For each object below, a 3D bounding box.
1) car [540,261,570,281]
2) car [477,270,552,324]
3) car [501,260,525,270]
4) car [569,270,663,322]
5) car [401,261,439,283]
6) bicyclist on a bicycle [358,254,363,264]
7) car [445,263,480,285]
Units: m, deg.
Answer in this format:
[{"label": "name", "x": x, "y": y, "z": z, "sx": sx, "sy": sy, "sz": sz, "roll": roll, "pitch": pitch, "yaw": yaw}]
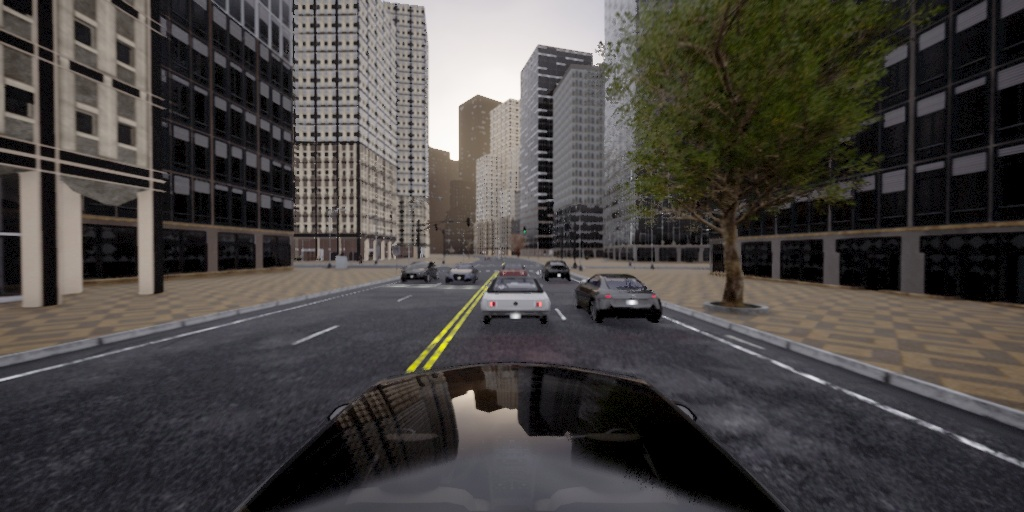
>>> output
[{"label": "car", "x": 3.343, "y": 1.109, "z": 27.836, "sx": 1.837, "sy": 1.490, "sz": 4.892, "roll": 0, "pitch": 0, "yaw": 0}, {"label": "car", "x": 0.097, "y": 1.298, "z": 11.745, "sx": 1.895, "sy": 1.301, "sz": 4.718, "roll": 0, "pitch": 0, "yaw": 0}, {"label": "car", "x": 0.093, "y": 1.211, "z": 26.796, "sx": 1.895, "sy": 1.301, "sz": 4.718, "roll": 0, "pitch": 0, "yaw": 0}, {"label": "car", "x": 3.348, "y": 1.260, "z": 12.013, "sx": 1.994, "sy": 1.385, "sz": 4.181, "roll": 0, "pitch": 0, "yaw": 0}, {"label": "car", "x": -6.595, "y": 1.121, "z": 26.041, "sx": 1.837, "sy": 1.490, "sz": 4.892, "roll": 0, "pitch": 0, "yaw": 0}, {"label": "bicyclist on a bicycle", "x": -24.725, "y": 0.542, "z": 58.566, "sx": 0.582, "sy": 1.620, "sz": 1.656, "roll": 0, "pitch": 1, "yaw": 1}, {"label": "car", "x": -3.348, "y": 1.187, "z": 24.706, "sx": 1.994, "sy": 1.385, "sz": 4.181, "roll": 0, "pitch": 0, "yaw": 0}]
